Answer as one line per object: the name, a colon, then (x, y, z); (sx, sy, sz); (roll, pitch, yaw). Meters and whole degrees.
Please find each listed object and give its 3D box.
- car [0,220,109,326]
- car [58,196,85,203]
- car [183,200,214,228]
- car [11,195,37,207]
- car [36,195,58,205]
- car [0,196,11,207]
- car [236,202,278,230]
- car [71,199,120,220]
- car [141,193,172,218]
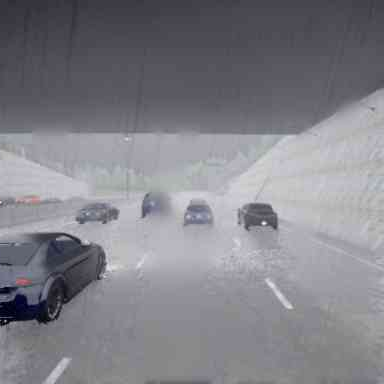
car: (-3.280, 1.541, 7.150); (1.994, 1.385, 4.181); (0, 0, 1)
car: (-16.876, 1.328, 48.055); (2.128, 1.511, 4.902); (0, 0, 1)
car: (0.412, 1.447, 21.325); (2.033, 1.411, 5.357); (0, 0, 1)
car: (-23.865, 1.207, 48.692); (2.097, 1.767, 4.553); (0, 0, 1)
car: (-20.367, 1.410, 48.585); (1.994, 1.385, 4.181); (0, 0, 1)
car: (-27.360, 1.375, 48.884); (1.837, 1.490, 4.892); (0, 0, 1)
car: (3.898, 1.398, 20.258); (1.837, 1.490, 4.892); (0, 0, 1)
car: (-6.559, 1.461, 23.618); (2.033, 1.411, 5.357); (0, 0, 1)
car: (-2.993, 1.099, 28.849); (2.150, 2.045, 5.566); (0, 0, 1)
